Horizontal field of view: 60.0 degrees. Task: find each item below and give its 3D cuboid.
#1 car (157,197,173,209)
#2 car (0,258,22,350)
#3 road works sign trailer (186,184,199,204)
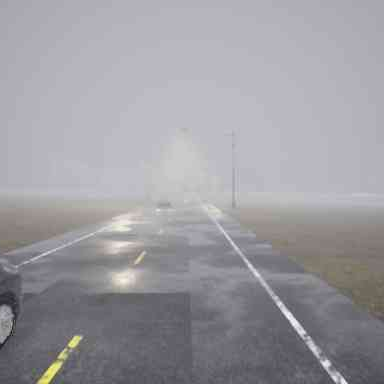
[{"bbox_3d":[-3.578,1.387,44.343,1.882,1.535,5.008,0,0,0],"label":"car"},{"bbox_3d":[-3.599,1.498,3.350,1.837,1.490,4.892,0,0,0],"label":"car"},{"bbox_3d":[0.009,0.339,61.224,2.380,3.560,2.880,0,0,0],"label":"road works sign trailer"}]
